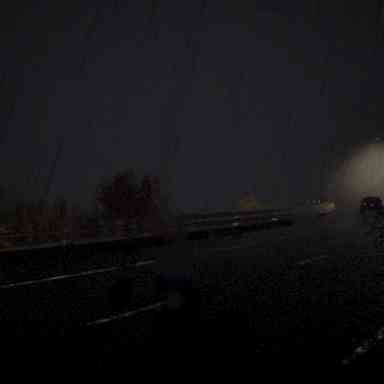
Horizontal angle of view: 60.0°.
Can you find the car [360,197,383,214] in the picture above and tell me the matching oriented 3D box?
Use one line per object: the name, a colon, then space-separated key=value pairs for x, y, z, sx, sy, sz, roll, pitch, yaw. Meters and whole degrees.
car: x=21.785 y=1.574 z=40.468 sx=2.150 sy=2.045 sz=5.566 roll=0 pitch=0 yaw=26
